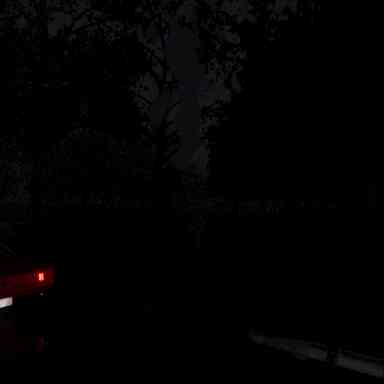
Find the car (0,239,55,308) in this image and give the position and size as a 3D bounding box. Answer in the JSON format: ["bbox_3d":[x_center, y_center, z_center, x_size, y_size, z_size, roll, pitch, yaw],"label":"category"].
[{"bbox_3d":[-5.016,1.611,6.981,4.718,1.301,1.895,0,0,36],"label":"car"}]
